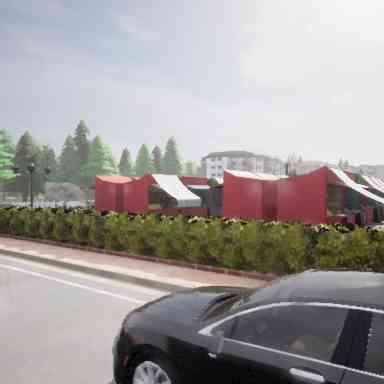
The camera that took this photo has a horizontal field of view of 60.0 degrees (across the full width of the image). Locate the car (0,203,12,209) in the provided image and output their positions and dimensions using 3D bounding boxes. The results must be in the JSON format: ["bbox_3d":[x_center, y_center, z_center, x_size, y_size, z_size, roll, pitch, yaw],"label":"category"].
[{"bbox_3d":[-20.761,1.600,32.976,2.033,1.411,5.357,0,0,38],"label":"car"}]

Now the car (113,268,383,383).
[{"bbox_3d":[1.354,1.505,3.028,4.892,1.490,1.837,0,0,36],"label":"car"}]

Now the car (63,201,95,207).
[{"bbox_3d":[-12.513,1.654,38.375,1.895,1.301,4.718,0,0,36],"label":"car"}]
